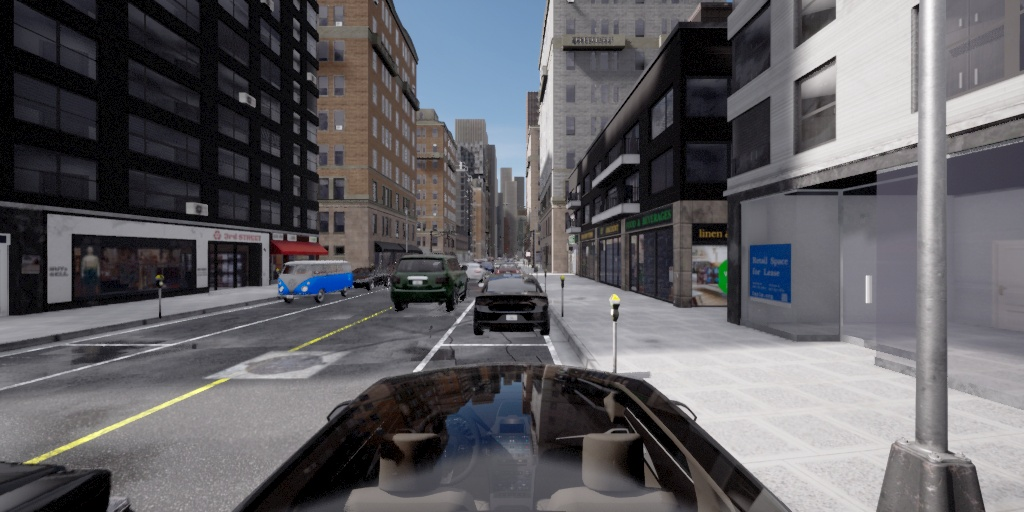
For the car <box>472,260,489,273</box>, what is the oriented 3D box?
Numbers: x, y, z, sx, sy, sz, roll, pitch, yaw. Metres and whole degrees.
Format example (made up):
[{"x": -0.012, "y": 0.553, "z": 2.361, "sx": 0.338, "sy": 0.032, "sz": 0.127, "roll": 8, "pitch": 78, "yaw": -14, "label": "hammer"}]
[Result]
[{"x": -3.076, "y": 1.279, "z": 27.908, "sx": 1.812, "sy": 1.442, "sz": 4.674, "roll": 0, "pitch": 0, "yaw": 0, "label": "car"}]

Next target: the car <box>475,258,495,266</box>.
[{"x": -3.055, "y": 1.307, "z": 44.466, "sx": 2.033, "sy": 1.411, "sz": 5.357, "roll": 0, "pitch": 0, "yaw": 0, "label": "car"}]

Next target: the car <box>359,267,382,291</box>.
[{"x": -8.813, "y": 1.317, "z": 21.829, "sx": 1.948, "sy": 1.339, "sz": 4.313, "roll": 0, "pitch": 0, "yaw": 0, "label": "car"}]

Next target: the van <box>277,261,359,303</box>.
[{"x": -8.813, "y": 1.091, "z": 16.328, "sx": 1.690, "sy": 1.789, "sz": 3.998, "roll": 0, "pitch": 0, "yaw": 0, "label": "van"}]

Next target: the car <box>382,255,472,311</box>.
[{"x": -3.139, "y": 0.974, "z": 14.596, "sx": 2.150, "sy": 2.045, "sz": 5.566, "roll": 0, "pitch": 0, "yaw": 0, "label": "car"}]

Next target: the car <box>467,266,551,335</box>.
[{"x": -0.006, "y": 1.228, "z": 10.500, "sx": 1.882, "sy": 1.535, "sz": 5.008, "roll": 0, "pitch": 0, "yaw": 0, "label": "car"}]

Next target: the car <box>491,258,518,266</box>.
[{"x": -0.288, "y": 1.193, "z": 27.330, "sx": 1.967, "sy": 1.591, "sz": 4.097, "roll": 0, "pitch": 0, "yaw": 0, "label": "car"}]
